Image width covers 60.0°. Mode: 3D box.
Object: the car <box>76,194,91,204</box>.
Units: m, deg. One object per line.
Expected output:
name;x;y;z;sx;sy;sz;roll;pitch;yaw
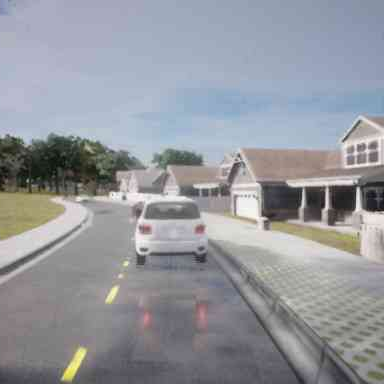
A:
car;-17.928;1.107;54.852;1.812;1.442;4.674;0;1;-28

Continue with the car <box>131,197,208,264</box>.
car;-0.837;1.185;11.881;2.150;2.045;5.566;0;0;-7

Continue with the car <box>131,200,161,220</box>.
car;-3.968;1.447;28.007;1.994;1.385;4.181;0;0;-15
